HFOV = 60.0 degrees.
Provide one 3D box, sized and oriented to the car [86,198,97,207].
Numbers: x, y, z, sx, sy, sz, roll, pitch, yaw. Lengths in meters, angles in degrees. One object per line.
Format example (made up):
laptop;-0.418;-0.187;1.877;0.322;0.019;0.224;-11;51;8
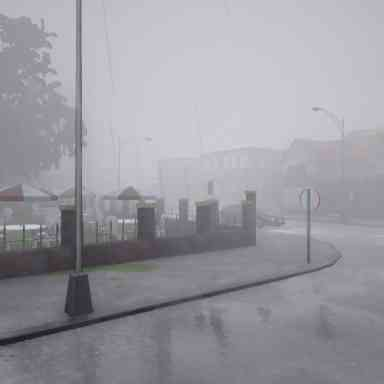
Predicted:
car;-16.215;1.249;50.372;2.150;2.045;5.566;0;0;-36

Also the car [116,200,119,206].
car;-10.009;1.478;48.739;1.882;1.535;5.008;0;0;-35

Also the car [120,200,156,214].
car;-5.611;1.352;35.383;2.097;1.767;4.553;0;0;-36

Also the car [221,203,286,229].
car;3.939;1.503;22.022;1.837;1.490;4.892;0;1;-36
